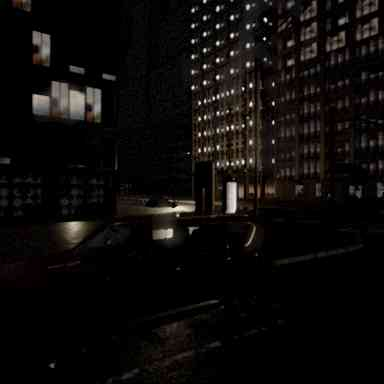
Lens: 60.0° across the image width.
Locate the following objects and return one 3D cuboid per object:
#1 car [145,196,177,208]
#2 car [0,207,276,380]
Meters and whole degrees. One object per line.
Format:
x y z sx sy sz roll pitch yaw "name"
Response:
-3.469 1.164 37.074 1.994 1.385 4.181 0 1 -37 "car"
-0.719 1.313 5.670 5.009 1.841 2.192 0 0 -36 "car"
